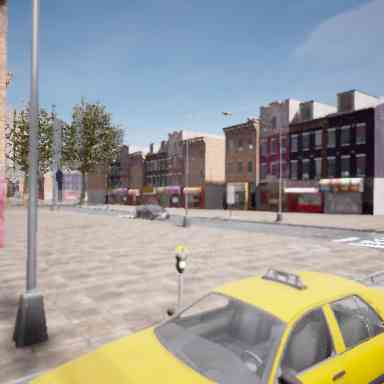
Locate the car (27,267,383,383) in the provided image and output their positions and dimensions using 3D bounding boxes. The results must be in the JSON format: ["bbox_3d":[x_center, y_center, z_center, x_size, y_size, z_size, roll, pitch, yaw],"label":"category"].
[{"bbox_3d":[0.735,1.514,3.316,4.829,1.417,1.752,0,1,-35],"label":"car"}]

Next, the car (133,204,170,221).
[{"bbox_3d":[-3.818,1.848,31.055,1.812,1.442,4.674,1,-1,-35],"label":"car"}]
